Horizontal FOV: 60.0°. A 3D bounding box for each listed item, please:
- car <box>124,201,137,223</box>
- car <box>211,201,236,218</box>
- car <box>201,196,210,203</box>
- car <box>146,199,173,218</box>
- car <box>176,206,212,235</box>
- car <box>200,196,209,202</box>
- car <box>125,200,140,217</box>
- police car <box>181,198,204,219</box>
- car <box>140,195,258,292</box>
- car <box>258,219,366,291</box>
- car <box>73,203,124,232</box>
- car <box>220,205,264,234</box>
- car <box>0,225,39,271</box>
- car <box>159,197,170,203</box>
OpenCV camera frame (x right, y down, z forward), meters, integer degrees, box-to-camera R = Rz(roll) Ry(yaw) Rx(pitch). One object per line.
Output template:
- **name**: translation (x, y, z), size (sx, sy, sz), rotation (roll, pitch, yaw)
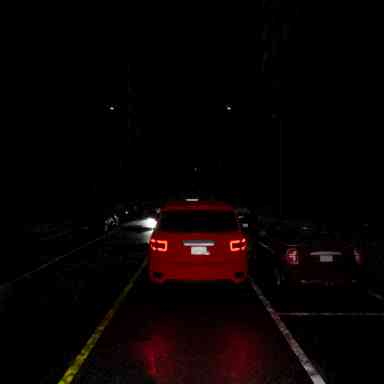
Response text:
- **car**: translation (-5.659, 1.584, 25.517), size (1.802, 1.307, 4.206), rotation (0, 0, 0)
- **car**: translation (2.870, 1.569, 31.014), size (1.947, 1.339, 4.313), rotation (0, 0, 0)
- **car**: translation (2.935, 1.580, 73.684), size (1.752, 1.417, 4.829), rotation (0, 0, 0)
- **car**: translation (-2.985, 1.525, 31.791), size (2.128, 1.511, 4.902), rotation (0, 0, 0)
- **car**: translation (0.109, 1.602, 19.863), size (1.895, 1.301, 4.718), rotation (0, 0, 0)
- **car**: translation (2.948, 1.617, 78.922), size (2.008, 1.369, 4.403), rotation (0, 0, 0)
- **car**: translation (-5.656, 1.444, 31.019), size (1.967, 1.590, 4.097), rotation (0, 0, 0)
- **police car**: translation (0.015, 1.428, 30.127), size (1.930, 1.638, 5.238), rotation (0, 0, 0)
- **car**: translation (0.108, 1.221, 9.093), size (2.150, 2.045, 5.566), rotation (0, 0, -1)
- **car**: translation (2.858, 1.440, 9.009), size (1.967, 1.590, 4.097), rotation (0, 0, 0)
- **car**: translation (-5.661, 1.567, 20.016), size (1.947, 1.339, 4.313), rotation (0, 0, 0)
- **car**: translation (2.864, 1.552, 20.012), size (2.008, 1.369, 4.403), rotation (0, 0, 0)
- **car**: translation (-5.667, 1.582, 9.014), size (1.802, 1.307, 4.206), rotation (0, 0, 0)
- **car**: translation (-5.603, 1.626, 68.122), size (1.802, 1.307, 4.206), rotation (0, 0, 0)
